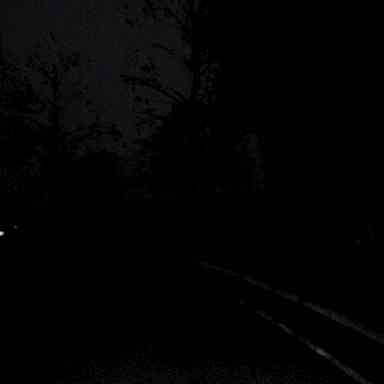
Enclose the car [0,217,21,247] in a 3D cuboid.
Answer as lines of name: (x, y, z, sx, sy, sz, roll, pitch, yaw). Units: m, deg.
car: (-8.859, 1.511, 13.337, 4.181, 1.385, 1.994, 0, 1, 29)
